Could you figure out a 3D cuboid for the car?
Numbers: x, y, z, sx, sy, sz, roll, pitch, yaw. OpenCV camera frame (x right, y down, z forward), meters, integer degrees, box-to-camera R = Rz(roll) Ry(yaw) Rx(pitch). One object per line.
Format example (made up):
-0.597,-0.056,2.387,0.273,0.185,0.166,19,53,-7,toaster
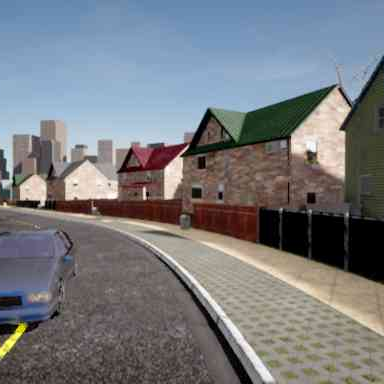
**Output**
-3.671,1.567,7.503,2.033,1.411,5.357,0,0,-14,car
